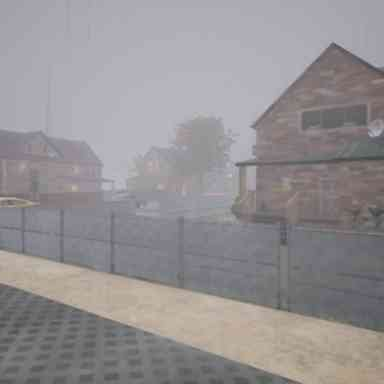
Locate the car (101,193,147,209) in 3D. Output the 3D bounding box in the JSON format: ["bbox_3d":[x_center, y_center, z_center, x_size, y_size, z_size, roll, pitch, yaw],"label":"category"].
[{"bbox_3d":[-6.127,0.887,29.923,1.837,1.490,4.892,1,2,35],"label":"car"}]

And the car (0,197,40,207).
[{"bbox_3d":[-12.267,1.109,21.299,1.882,1.535,5.008,1,2,35],"label":"car"}]

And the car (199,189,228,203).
[{"bbox_3d":[2.727,0.378,42.317,2.097,1.767,4.553,1,2,36],"label":"car"}]
